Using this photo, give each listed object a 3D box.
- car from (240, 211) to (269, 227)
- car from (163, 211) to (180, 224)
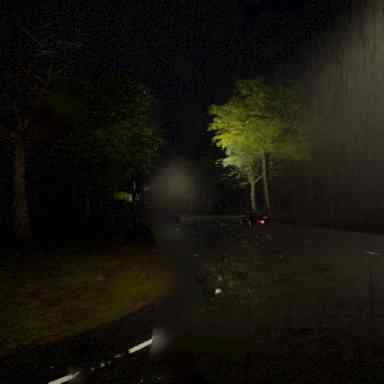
[{"bbox_3d":[6.263,2.686,33.717,1.837,1.490,4.892,-3,-2,-9],"label":"car"},{"bbox_3d":[-2.855,3.772,46.876,1.895,1.301,4.718,-3,-2,-9],"label":"car"}]
